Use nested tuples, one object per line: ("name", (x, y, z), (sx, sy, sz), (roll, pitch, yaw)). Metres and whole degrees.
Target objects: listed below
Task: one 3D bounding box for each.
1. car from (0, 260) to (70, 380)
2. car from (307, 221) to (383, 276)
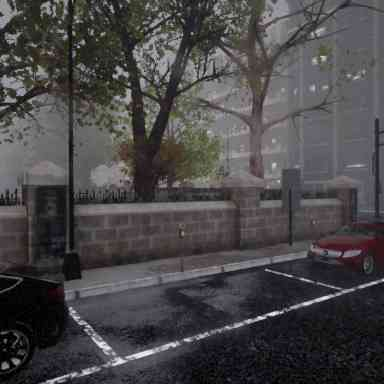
("car", (-3.723, 1.566, 3.936), (4.313, 1.339, 1.947), (0, 0, -35))
("car", (5.356, 1.581, 10.269), (4.206, 1.307, 1.802), (0, 0, -35))
